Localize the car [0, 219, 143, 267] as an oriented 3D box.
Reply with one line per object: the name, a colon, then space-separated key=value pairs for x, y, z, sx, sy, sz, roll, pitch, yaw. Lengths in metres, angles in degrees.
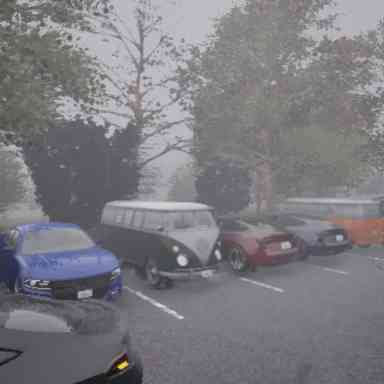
car: x=-3.287 y=1.476 z=7.723 sx=2.097 sy=1.535 sz=5.008 roll=0 pitch=0 yaw=-36

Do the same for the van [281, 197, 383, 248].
van: x=5.554 y=1.267 z=14.183 sx=1.878 sy=1.987 sz=4.442 roll=0 pitch=0 yaw=-36

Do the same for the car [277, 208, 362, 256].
car: x=3.351 y=1.510 z=12.499 sx=2.163 sy=1.488 sz=4.792 roll=0 pitch=0 yaw=-36

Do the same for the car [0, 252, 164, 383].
car: x=-2.583 y=1.527 z=2.148 sx=4.674 sy=1.442 sz=1.812 roll=0 pitch=0 yaw=-36

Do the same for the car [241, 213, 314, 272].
car: x=1.203 y=1.504 z=10.964 sx=2.163 sy=1.488 sz=4.792 roll=0 pitch=0 yaw=-36

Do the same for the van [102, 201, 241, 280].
van: x=-0.955 y=1.248 z=9.251 sx=1.878 sy=1.987 sz=4.442 roll=0 pitch=0 yaw=-36
